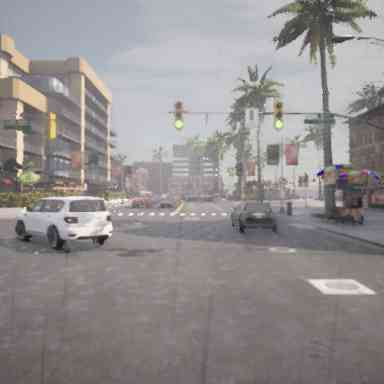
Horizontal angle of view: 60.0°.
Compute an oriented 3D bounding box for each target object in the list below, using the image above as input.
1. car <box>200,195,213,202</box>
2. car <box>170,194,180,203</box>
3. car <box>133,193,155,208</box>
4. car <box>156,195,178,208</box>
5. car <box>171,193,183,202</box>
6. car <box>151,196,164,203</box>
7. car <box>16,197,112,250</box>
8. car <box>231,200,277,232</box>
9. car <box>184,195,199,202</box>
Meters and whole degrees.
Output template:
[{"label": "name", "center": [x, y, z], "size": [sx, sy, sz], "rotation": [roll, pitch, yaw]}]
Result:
[{"label": "car", "center": [3.421, 1.428, 73.250], "size": [1.882, 1.535, 5.008], "rotation": [0, 0, -4]}, {"label": "car", "center": [-3.473, 1.466, 56.987], "size": [1.837, 1.490, 4.892], "rotation": [0, 0, 0]}, {"label": "car", "center": [-6.977, 1.190, 47.285], "size": [2.150, 2.045, 5.566], "rotation": [0, 0, 0]}, {"label": "car", "center": [-3.477, 1.516, 47.263], "size": [2.033, 1.411, 5.357], "rotation": [0, 0, 0]}, {"label": "car", "center": [-3.475, 1.176, 67.558], "size": [2.150, 2.045, 5.566], "rotation": [0, 0, 0]}, {"label": "car", "center": [-6.970, 1.501, 67.348], "size": [2.033, 1.411, 5.357], "rotation": [0, 0, 0]}, {"label": "car", "center": [-5.735, 1.212, 14.620], "size": [5.566, 2.045, 2.150], "rotation": [0, -1, 43]}, {"label": "car", "center": [3.610, 1.338, 20.039], "size": [2.097, 1.767, 4.553], "rotation": [0, 0, 0]}, {"label": "car", "center": [-0.091, 1.428, 73.549], "size": [1.882, 1.535, 5.008], "rotation": [0, 0, -4]}]
